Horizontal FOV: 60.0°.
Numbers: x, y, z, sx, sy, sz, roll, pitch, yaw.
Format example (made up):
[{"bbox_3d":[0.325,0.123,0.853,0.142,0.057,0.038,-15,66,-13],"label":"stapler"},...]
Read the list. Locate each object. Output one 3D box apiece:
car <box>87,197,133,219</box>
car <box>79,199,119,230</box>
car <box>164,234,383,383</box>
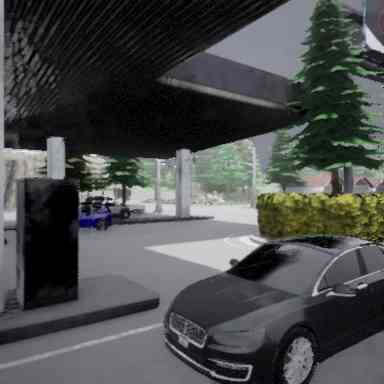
[{"bbox_3d":[-6.940,1.329,27.069,3.866,1.878,1.905,0,0,-36],"label":"car"},{"bbox_3d":[-7.139,1.489,19.940,4.611,1.667,2.242,0,0,-36],"label":"car"},{"bbox_3d":[1.879,1.512,5.318,4.892,1.490,1.837,0,0,-35],"label":"car"}]
